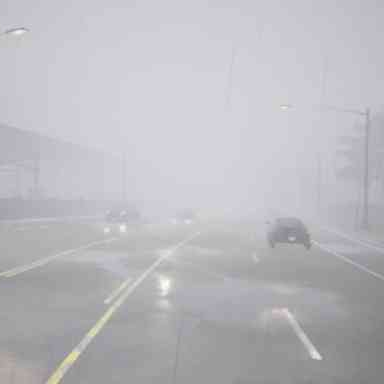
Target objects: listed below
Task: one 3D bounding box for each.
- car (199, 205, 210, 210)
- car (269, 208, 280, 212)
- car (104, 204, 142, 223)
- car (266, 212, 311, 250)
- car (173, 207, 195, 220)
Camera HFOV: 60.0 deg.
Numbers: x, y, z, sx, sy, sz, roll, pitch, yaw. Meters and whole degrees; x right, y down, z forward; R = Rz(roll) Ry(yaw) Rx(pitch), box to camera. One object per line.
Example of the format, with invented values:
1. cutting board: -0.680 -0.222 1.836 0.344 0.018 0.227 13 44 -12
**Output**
1. car: 2.707 3.449 71.502 1.812 1.442 4.674 1 -2 13
2. car: 14.184 3.502 57.128 2.033 1.411 5.357 1 -2 11
3. car: -6.465 1.917 31.618 2.097 1.767 4.553 1 -2 13
4. car: 4.817 1.977 16.897 1.812 1.442 4.674 1 -2 11
5. car: -0.850 2.525 40.426 1.812 1.442 4.674 1 -2 13
